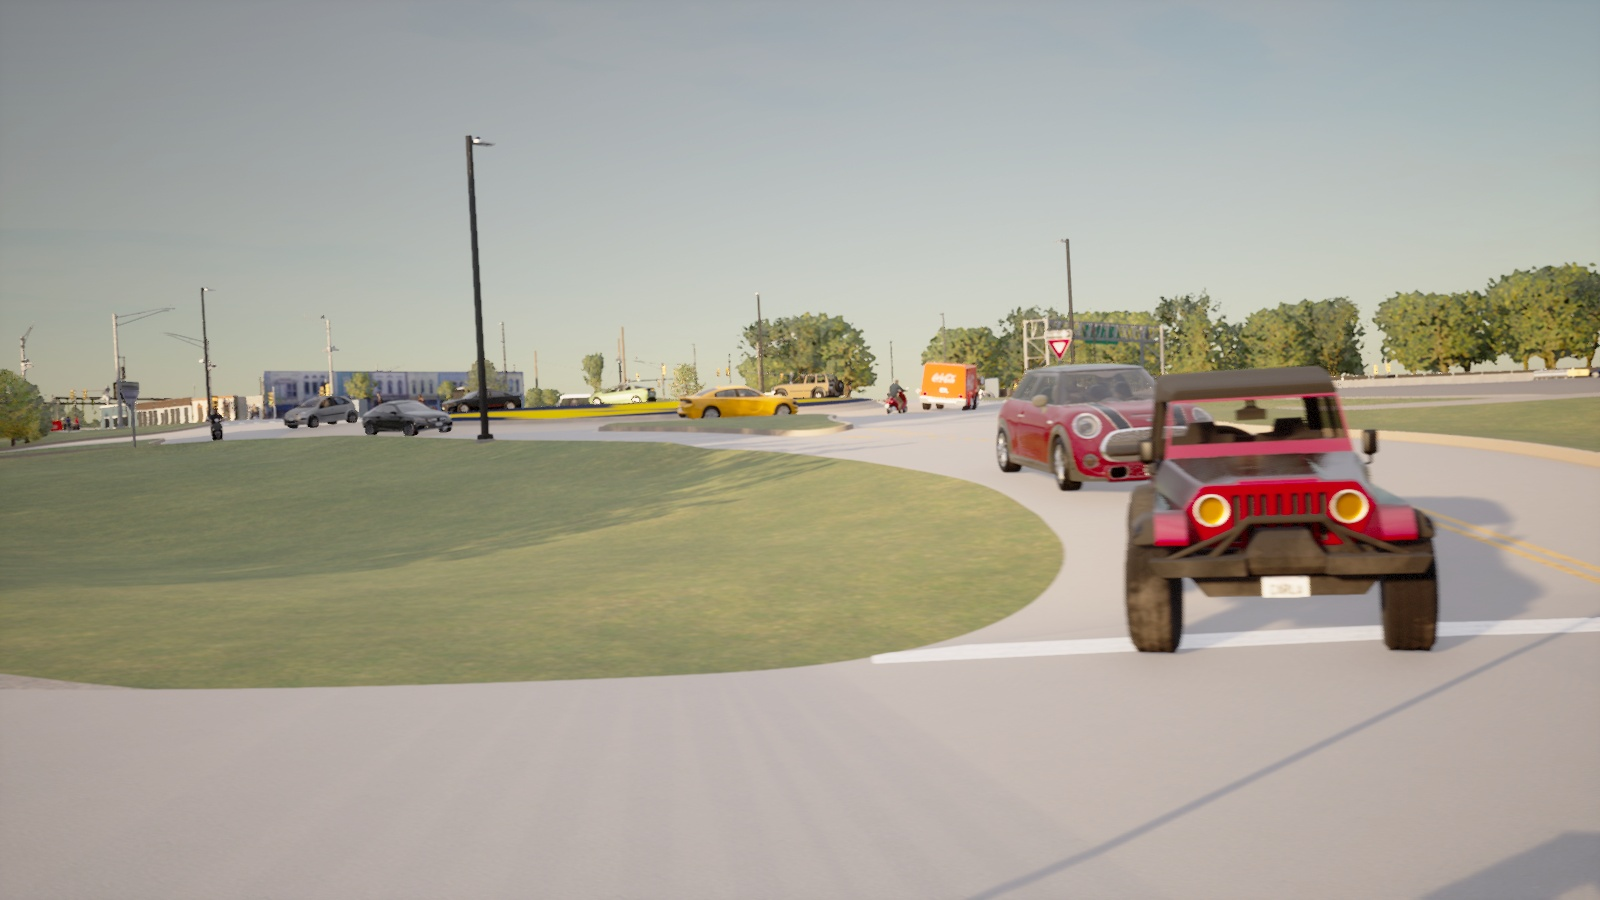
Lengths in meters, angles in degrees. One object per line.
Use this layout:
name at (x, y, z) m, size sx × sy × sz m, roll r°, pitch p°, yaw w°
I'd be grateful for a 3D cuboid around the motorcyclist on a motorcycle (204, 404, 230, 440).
motorcyclist on a motorcycle at (-26.659, -1.283, 57.400) m, size 0.866 × 1.590 × 1.817 m, roll -3°, pitch 3°, yaw -30°

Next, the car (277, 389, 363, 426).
car at (-25.942, -2.319, 68.002) m, size 1.851 × 1.617 × 3.988 m, roll -1°, pitch 6°, yaw 26°

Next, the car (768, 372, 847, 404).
car at (0.462, -3.888, 79.533) m, size 4.605 × 1.855 × 1.932 m, roll 0°, pitch 2°, yaw 32°

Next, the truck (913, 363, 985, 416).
truck at (7.848, -3.218, 65.596) m, size 2.627 × 2.467 × 5.204 m, roll 6°, pitch 5°, yaw 17°

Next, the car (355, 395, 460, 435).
car at (-16.451, -1.475, 52.540) m, size 4.674 × 1.442 × 1.812 m, roll 1°, pitch 8°, yaw 39°

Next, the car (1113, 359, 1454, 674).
car at (3.417, 0.342, 9.563) m, size 1.905 × 1.878 × 3.866 m, roll -2°, pitch 2°, yaw 15°

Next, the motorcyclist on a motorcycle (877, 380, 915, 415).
motorcyclist on a motorcycle at (4.396, -2.414, 57.494) m, size 0.866 × 1.590 × 1.817 m, roll 3°, pitch 4°, yaw 37°

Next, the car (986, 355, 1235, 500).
car at (4.322, -0.432, 18.334) m, size 2.097 × 1.767 × 4.553 m, roll -3°, pitch 4°, yaw -5°

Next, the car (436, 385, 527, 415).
car at (-19.500, -3.100, 77.102) m, size 5.008 × 1.535 × 1.882 m, roll -5°, pitch 3°, yaw -40°

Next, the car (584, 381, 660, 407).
car at (-11.895, -3.733, 83.976) m, size 4.514 × 1.525 × 2.007 m, roll -1°, pitch 2°, yaw 18°

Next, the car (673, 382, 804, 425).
car at (-2.541, -1.936, 51.597) m, size 5.008 × 1.535 × 1.882 m, roll -3°, pitch 4°, yaw -20°
